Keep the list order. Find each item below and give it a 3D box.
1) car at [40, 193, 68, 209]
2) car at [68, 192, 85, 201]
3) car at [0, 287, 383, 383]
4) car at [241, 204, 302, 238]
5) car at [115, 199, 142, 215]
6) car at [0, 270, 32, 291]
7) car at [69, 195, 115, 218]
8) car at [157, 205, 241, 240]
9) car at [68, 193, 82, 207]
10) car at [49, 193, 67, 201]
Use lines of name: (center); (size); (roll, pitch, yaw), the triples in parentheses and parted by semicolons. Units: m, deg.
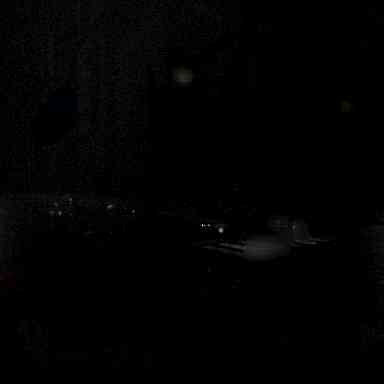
car: (-17.426, 1.214, 41.160); (2.128, 1.511, 4.902); (-1, 1, -36)
car: (-22.913, 0.880, 65.778); (1.882, 1.535, 5.008); (-1, 1, -36)
car: (-0.559, 1.547, 2.147); (5.357, 1.411, 2.033); (0, 0, -30)
car: (3.447, 1.422, 17.654); (2.128, 1.511, 4.902); (-1, 1, -36)
car: (-6.763, 1.336, 31.841); (2.033, 1.411, 5.357); (-1, 1, -36)
car: (-4.186, 1.545, 3.665); (4.507, 1.381, 1.887); (0, -1, -36)
car: (-8.913, 1.320, 29.283); (1.882, 1.535, 5.008); (-1, 1, -36)
car: (-0.113, 1.456, 17.040); (2.128, 1.511, 4.902); (-1, 1, -36)
car: (-16.018, 1.012, 44.791); (2.097, 1.767, 4.553); (-1, 1, -35)
car: (-26.123, 0.988, 64.677); (2.033, 1.411, 5.357); (-1, 1, -36)
